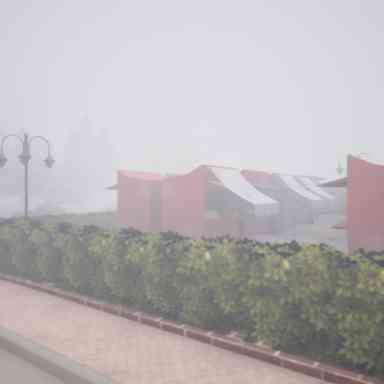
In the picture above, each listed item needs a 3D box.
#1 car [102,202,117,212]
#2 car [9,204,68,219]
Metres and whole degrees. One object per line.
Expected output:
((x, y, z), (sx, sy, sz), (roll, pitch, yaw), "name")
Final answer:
((-7.314, 1.696, 35.296), (2.128, 1.511, 4.902), (0, 0, 36), "car")
((-12.712, 1.731, 27.826), (1.812, 1.442, 4.674), (0, 0, 35), "car")
